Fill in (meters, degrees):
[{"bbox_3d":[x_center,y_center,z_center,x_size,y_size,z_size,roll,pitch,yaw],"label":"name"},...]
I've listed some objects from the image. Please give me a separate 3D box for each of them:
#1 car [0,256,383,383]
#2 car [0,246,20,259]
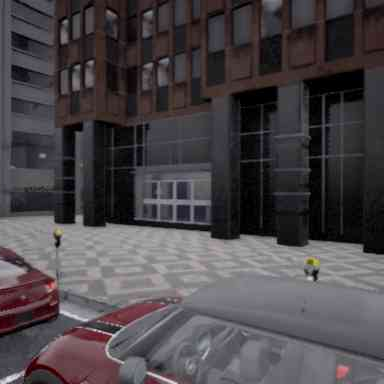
[{"bbox_3d":[0.420,1.440,2.659,4.097,1.590,1.967,0,0,35],"label":"car"},{"bbox_3d":[-3.998,1.581,5.807,4.206,1.307,1.802,0,0,35],"label":"car"}]
